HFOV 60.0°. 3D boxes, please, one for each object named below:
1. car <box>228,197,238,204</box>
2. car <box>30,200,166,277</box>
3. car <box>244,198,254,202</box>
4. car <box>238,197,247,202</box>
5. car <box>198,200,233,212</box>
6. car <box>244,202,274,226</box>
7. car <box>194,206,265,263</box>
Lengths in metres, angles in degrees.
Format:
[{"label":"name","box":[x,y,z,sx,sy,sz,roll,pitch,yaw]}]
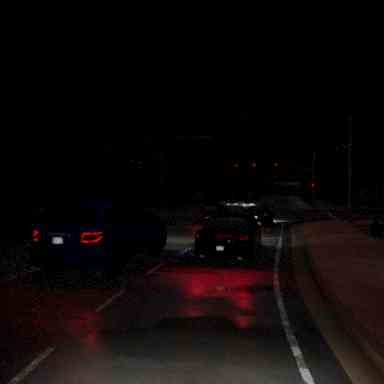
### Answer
[{"label":"car","box":[9.171,1.785,74.258,1.882,1.535,5.008,0,0,17]},{"label":"car","box":[-2.601,1.269,10.668,2.150,2.045,5.566,0,0,14]},{"label":"car","box":[12.518,1.897,73.231,1.895,1.301,4.718,0,0,17]},{"label":"car","box":[13.632,1.948,89.257,1.895,1.301,4.718,0,0,17]},{"label":"car","box":[1.719,1.634,25.980,1.812,1.442,4.674,0,0,17]},{"label":"car","box":[4.850,1.664,24.261,1.994,1.385,4.181,0,0,17]},{"label":"car","box":[1.491,1.529,12.338,1.882,1.535,5.008,0,0,15]}]
